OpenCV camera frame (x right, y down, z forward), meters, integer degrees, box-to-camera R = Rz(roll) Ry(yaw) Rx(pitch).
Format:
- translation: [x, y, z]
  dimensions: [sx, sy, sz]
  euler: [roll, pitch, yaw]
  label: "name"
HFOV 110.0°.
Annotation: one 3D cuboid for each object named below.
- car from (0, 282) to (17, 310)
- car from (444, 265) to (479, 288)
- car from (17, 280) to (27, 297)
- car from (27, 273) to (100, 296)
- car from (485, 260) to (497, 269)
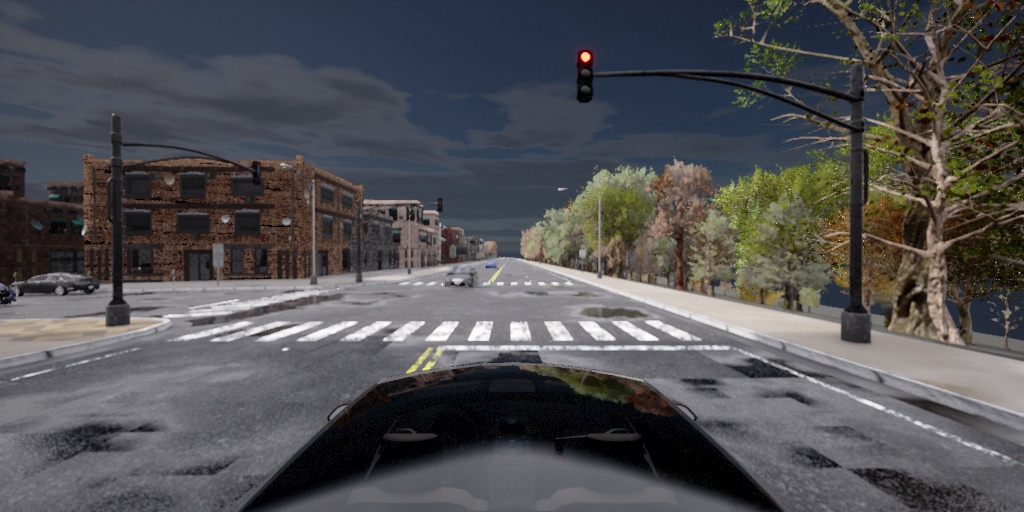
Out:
- translation: [-22.649, 1.726, 13.770]
  dimensions: [4.313, 1.339, 1.948]
  euler: [0, 0, -1]
  label: "car"
- translation: [-3.313, 1.370, 24.205]
  dimensions: [2.128, 1.511, 4.902]
  euler: [0, 0, 0]
  label: "car"
- translation: [-26.066, 1.548, 16.406]
  dimensions: [4.553, 1.767, 2.097]
  euler: [-1, 0, -1]
  label: "car"
- translation: [-28.380, 1.740, 22.276]
  dimensions: [4.403, 1.370, 2.007]
  euler: [0, 0, -1]
  label: "car"
- translation: [-3.510, 1.459, 60.554]
  dimensions: [1.882, 1.535, 5.008]
  euler: [0, 1, 0]
  label: "car"
